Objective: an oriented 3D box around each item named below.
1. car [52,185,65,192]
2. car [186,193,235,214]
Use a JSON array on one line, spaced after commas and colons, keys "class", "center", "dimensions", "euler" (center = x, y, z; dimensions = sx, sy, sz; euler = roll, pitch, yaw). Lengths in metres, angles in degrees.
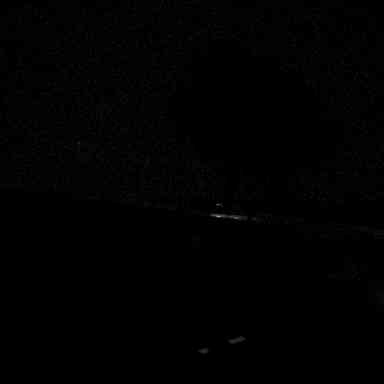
[{"class": "car", "center": [-27.658, -0.716, 68.527], "dimensions": [1.882, 1.535, 5.008], "euler": [4, -1, -35]}, {"class": "car", "center": [1.434, 0.903, 27.450], "dimensions": [1.882, 1.535, 5.008], "euler": [4, -1, -35]}]
